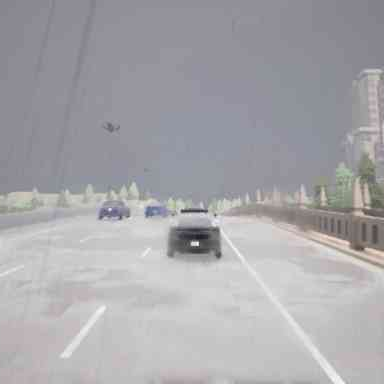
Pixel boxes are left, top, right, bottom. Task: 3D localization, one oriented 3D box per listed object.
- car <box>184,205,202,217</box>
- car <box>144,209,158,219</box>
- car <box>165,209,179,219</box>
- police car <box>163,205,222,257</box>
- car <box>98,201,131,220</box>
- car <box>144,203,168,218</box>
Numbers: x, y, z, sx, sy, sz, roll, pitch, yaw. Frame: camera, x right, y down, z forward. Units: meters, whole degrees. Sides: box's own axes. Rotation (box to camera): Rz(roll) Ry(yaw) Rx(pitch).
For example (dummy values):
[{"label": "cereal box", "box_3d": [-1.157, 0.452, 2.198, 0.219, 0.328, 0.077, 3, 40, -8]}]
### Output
[{"label": "car", "box_3d": [0.078, 2.122, 37.204, 1.895, 1.301, 4.718, 0, -3, 0]}, {"label": "car", "box_3d": [-6.933, 3.788, 56.687, 1.837, 1.490, 4.892, 0, -6, 0]}, {"label": "car", "box_3d": [-3.433, 3.876, 57.598, 2.128, 1.511, 4.902, 0, -6, 0]}, {"label": "police car", "box_3d": [0.092, 1.490, 13.401, 1.930, 1.638, 5.238, 0, 0, 0]}, {"label": "car", "box_3d": [-6.918, 1.576, 30.158, 2.097, 1.767, 4.553, 0, -2, 0]}, {"label": "car", "box_3d": [-3.420, 1.818, 33.397, 1.882, 1.535, 5.008, 0, -2, 0]}]
